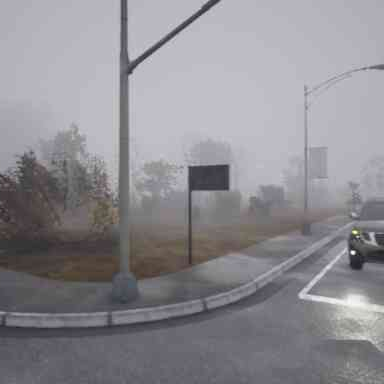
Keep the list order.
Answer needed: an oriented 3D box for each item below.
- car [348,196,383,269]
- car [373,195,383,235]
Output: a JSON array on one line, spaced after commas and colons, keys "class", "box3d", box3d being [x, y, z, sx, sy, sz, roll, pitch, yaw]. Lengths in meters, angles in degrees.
[{"class": "car", "box3d": [6.531, 1.224, 10.782, 2.150, 2.045, 5.566, 0, 0, 32]}, {"class": "car", "box3d": [12.009, 1.225, 19.457, 2.150, 2.045, 5.566, 0, 0, 32]}]
